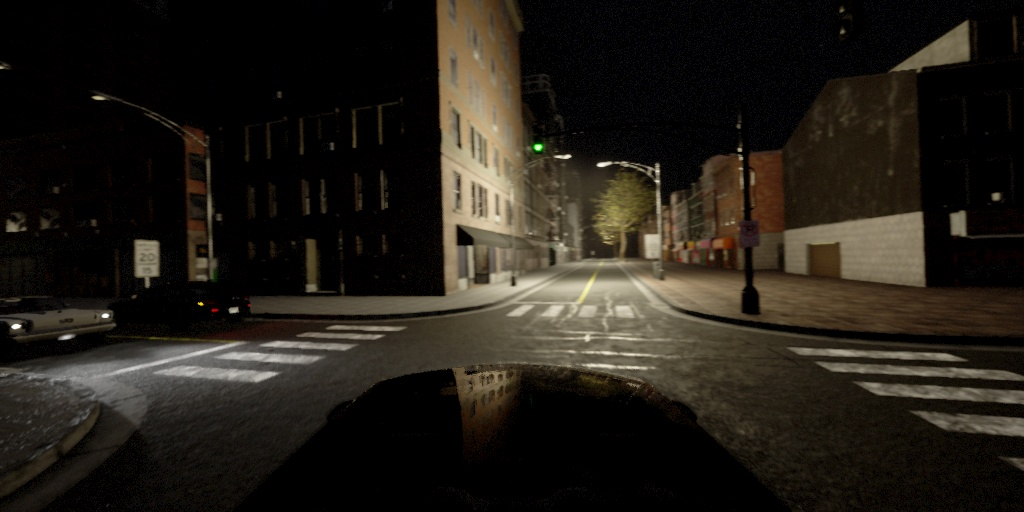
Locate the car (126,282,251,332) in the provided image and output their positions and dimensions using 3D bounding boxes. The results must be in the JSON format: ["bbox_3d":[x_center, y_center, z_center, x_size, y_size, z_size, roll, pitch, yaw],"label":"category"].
[{"bbox_3d":[-10.889,1.575,11.767,4.674,1.442,1.812,-2,0,15],"label":"car"}]

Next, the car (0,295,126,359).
[{"bbox_3d":[-12.777,1.687,9.139,4.718,1.301,1.895,-2,0,15],"label":"car"}]
